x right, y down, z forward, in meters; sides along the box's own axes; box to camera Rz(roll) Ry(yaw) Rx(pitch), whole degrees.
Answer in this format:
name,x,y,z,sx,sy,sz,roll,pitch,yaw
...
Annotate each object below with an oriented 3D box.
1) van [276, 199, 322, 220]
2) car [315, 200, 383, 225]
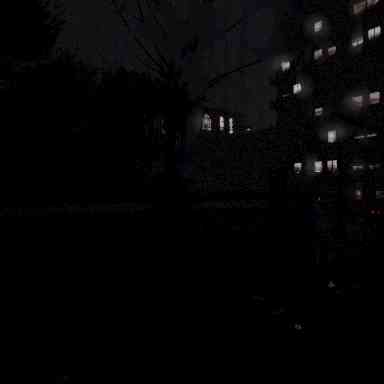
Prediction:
name,x,y,z,sx,sy,sz,roll,pitch,yaw
van,10.434,1.647,32.600,1.690,1.788,3.998,-1,0,-36
car,12.303,1.560,25.972,2.097,1.767,4.553,0,-1,-39
